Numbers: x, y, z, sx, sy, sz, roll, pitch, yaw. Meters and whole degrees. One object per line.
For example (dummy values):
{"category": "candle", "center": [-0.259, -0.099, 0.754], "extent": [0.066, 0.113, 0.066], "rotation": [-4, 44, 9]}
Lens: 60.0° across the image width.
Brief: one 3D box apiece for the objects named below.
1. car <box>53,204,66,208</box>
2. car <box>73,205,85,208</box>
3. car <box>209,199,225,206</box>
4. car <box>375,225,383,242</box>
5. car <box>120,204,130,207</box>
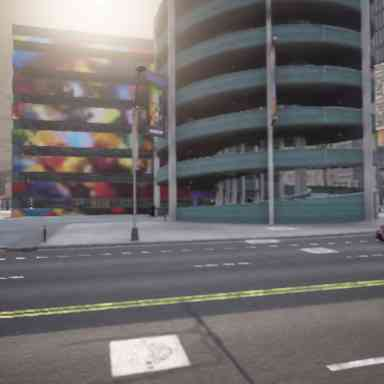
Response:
{"category": "car", "center": [-23.814, 2.928, 59.686], "extent": [2.161, 1.482, 4.786], "rotation": [0, -1, -15]}
{"category": "car", "center": [-16.732, 2.541, 48.941], "extent": [2.002, 1.452, 4.674], "rotation": [0, -1, -15]}
{"category": "car", "center": [5.188, 2.489, 67.748], "extent": [2.435, 2.045, 5.566], "rotation": [0, -1, -15]}
{"category": "car", "center": [11.304, 1.850, 16.764], "extent": [4.181, 1.385, 1.994], "rotation": [0, -1, -26]}
{"category": "car", "center": [-12.489, 2.943, 62.232], "extent": [1.895, 1.301, 4.718], "rotation": [0, -1, -15]}
